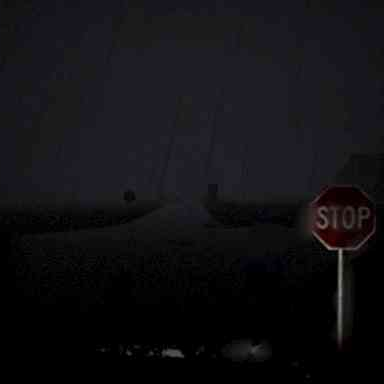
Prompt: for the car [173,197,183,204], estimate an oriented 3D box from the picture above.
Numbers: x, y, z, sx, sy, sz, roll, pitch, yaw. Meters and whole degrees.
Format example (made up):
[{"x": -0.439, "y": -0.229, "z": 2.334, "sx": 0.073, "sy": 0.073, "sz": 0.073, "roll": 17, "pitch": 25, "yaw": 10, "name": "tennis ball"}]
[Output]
[{"x": -2.743, "y": 1.593, "z": 65.586, "sx": 2.033, "sy": 1.411, "sz": 5.357, "roll": 0, "pitch": 0, "yaw": 0, "name": "car"}]
